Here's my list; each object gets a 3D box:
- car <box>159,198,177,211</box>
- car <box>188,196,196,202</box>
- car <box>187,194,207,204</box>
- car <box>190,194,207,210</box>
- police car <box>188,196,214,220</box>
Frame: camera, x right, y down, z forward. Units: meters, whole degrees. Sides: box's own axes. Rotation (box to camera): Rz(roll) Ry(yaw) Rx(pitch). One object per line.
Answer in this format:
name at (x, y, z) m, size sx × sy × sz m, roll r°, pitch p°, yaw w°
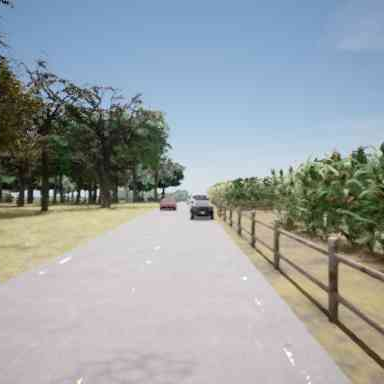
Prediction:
car at (-2.852, 1.464, 40.242) m, size 1.882 × 1.535 × 5.008 m, roll 0°, pitch 0°, yaw 0°
car at (-0.020, 1.620, 79.028) m, size 1.837 × 1.490 × 4.892 m, roll 0°, pitch -1°, yaw 0°
car at (0.816, 1.204, 38.043) m, size 2.150 × 2.045 × 5.566 m, roll 0°, pitch 0°, yaw 0°
car at (0.814, 1.227, 44.046) m, size 2.150 × 2.045 × 5.566 m, roll 0°, pitch 0°, yaw 0°
police car at (0.818, 1.384, 28.117) m, size 1.930 × 1.638 × 5.238 m, roll 0°, pitch 0°, yaw 0°
